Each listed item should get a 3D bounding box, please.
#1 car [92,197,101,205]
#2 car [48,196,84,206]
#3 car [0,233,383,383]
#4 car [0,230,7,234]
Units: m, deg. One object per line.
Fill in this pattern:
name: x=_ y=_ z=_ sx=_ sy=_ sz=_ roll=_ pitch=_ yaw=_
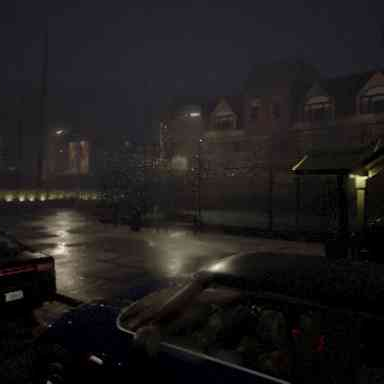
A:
car: x=-12.455 y=1.171 z=48.699 sx=1.812 sy=1.442 sz=4.674 roll=1 pitch=0 yaw=35
car: x=-17.799 y=1.214 z=47.195 sx=1.895 sy=1.301 sz=4.718 roll=1 pitch=0 yaw=35
car: x=0.597 y=1.344 z=2.877 sx=4.553 sy=1.767 sz=2.185 roll=1 pitch=0 yaw=35
car: x=-4.717 y=1.410 z=6.494 sx=5.008 sy=1.535 sz=2.097 roll=1 pitch=0 yaw=35
